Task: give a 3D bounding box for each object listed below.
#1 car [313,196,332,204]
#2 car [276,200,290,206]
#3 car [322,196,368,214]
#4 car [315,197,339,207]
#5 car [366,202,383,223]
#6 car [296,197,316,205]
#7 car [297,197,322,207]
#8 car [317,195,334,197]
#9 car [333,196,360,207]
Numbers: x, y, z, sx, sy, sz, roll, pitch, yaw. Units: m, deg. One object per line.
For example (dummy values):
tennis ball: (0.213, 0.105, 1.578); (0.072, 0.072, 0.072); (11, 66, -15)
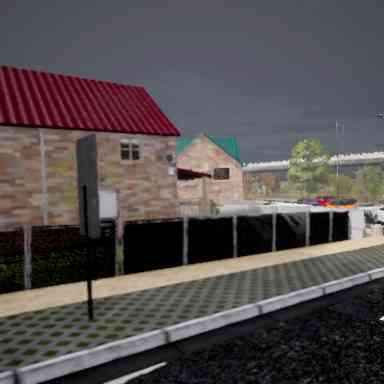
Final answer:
car: (25.711, 1.532, 65.765); (1.837, 1.490, 4.892); (-2, 0, 0)
car: (15.905, 2.027, 59.024); (1.895, 1.301, 4.718); (-2, 0, 1)
car: (15.592, 1.611, 34.260); (2.097, 1.767, 4.553); (-2, 0, 1)
car: (22.376, 1.666, 55.372); (2.128, 1.511, 4.902); (-2, 0, 0)
car: (15.514, 1.726, 25.215); (1.812, 1.442, 4.674); (-2, 0, 2)
car: (22.465, 1.684, 65.793); (2.033, 1.411, 5.357); (-2, 0, 0)
car: (15.696, 1.813, 43.795); (2.128, 1.511, 4.902); (-2, 0, 1)
car: (18.982, 1.450, 46.451); (2.150, 2.045, 5.566); (-2, -1, 1)
car: (25.622, 1.554, 55.338); (2.128, 1.511, 4.902); (-2, 0, 0)
